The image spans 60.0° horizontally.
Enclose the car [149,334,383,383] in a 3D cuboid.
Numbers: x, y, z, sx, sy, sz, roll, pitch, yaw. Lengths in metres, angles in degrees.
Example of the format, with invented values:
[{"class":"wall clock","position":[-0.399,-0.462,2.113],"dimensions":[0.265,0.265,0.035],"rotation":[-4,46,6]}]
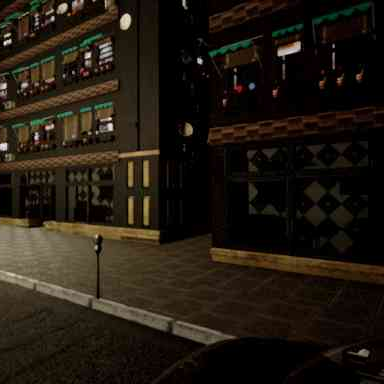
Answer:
[{"class":"car","position":[1.573,1.551,1.752],"dimensions":[4.403,1.369,2.008],"rotation":[0,0,36]}]
